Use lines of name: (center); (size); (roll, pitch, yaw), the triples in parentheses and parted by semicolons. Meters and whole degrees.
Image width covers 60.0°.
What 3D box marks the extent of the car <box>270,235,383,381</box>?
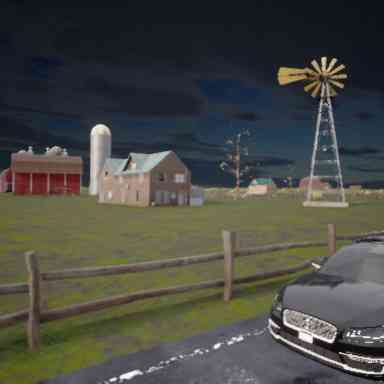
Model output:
car: (3.365, 1.539, 5.484); (4.892, 1.490, 1.837); (0, 0, -36)
